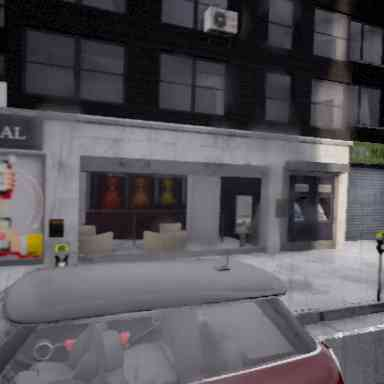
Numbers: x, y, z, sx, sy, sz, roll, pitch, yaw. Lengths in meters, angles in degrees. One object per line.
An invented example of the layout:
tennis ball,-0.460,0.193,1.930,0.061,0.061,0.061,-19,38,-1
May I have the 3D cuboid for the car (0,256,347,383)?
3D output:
car,-0.934,1.324,2.395,4.097,1.590,1.967,1,2,-22
